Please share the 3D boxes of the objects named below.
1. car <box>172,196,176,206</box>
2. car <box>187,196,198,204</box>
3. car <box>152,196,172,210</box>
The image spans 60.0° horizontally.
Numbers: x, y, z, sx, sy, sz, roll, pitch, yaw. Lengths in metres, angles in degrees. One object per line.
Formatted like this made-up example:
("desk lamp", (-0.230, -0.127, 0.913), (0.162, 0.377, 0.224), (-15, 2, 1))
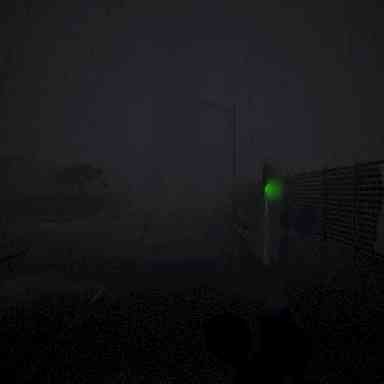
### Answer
("car", (-3.987, 1.472, 53.387), (1.882, 1.535, 5.008), (0, 0, 0))
("car", (0.124, 1.498, 63.111), (1.837, 1.490, 4.892), (0, 0, 0))
("car", (-4.013, 1.559, 43.315), (1.994, 1.385, 4.181), (0, 0, 0))
